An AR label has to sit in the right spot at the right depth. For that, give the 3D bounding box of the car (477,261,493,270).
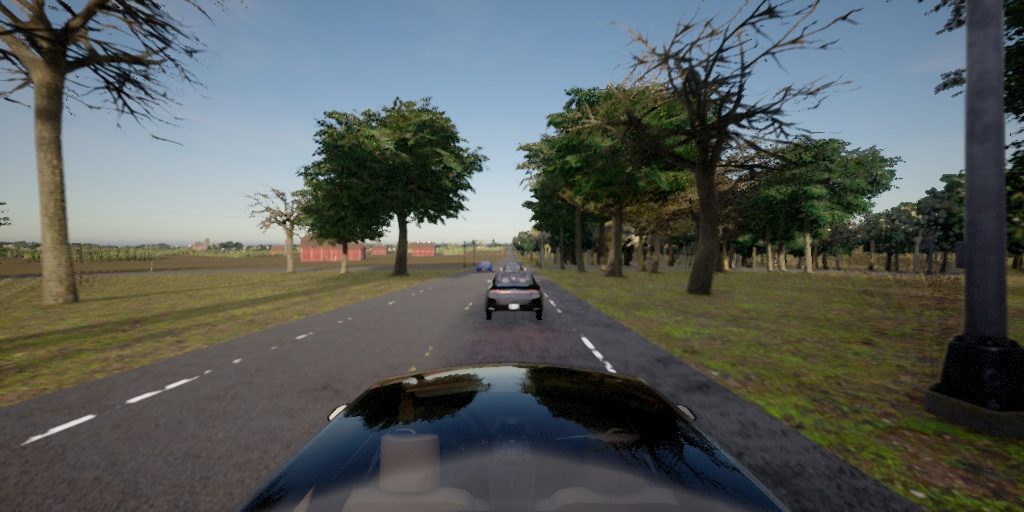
[{"bbox_3d":[-3.577,1.432,47.734,1.882,1.535,5.008,0,-1,0],"label":"car"}]

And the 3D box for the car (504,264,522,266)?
[{"bbox_3d":[0.078,1.337,28.093,1.837,1.490,4.892,0,0,0],"label":"car"}]

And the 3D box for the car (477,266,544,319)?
[{"bbox_3d":[0.074,1.271,12.913,2.128,1.511,4.902,0,0,0],"label":"car"}]
